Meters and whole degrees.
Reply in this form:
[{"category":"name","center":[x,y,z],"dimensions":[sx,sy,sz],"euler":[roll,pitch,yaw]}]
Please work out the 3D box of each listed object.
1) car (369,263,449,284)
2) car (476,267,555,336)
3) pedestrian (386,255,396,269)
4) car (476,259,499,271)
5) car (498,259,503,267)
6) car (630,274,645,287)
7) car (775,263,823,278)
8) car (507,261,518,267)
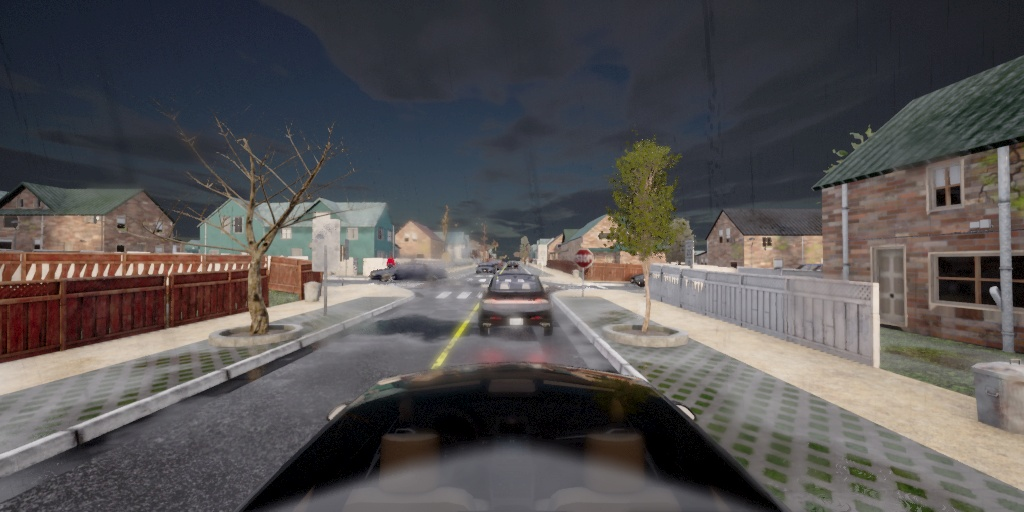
[{"category":"car","center":[-7.312,1.209,25.700],"dimensions":[5.357,1.411,2.033],"euler":[2,-1,-27]},{"category":"car","center":[0.100,1.246,10.374],"dimensions":[2.128,1.511,4.902],"euler":[0,0,0]},{"category":"pedestrian","center":[-9.623,0.797,28.490],"dimensions":[0.375,1.860,0.375],"euler":[0,-2,0]},{"category":"car","center":[-2.833,1.365,39.794],"dimensions":[1.994,1.385,4.181],"euler":[0,0,1]},{"category":"car","center":[-2.823,1.386,52.176],"dimensions":[2.033,1.411,5.357],"euler":[0,0,0]},{"category":"car","center":[11.013,1.577,25.599],"dimensions":[4.892,1.490,1.837],"euler":[1,-1,1]},{"category":"car","center":[21.765,1.536,25.562],"dimensions":[5.566,2.045,2.150],"euler":[1,-1,0]},{"category":"car","center":[0.112,1.487,64.319],"dimensions":[1.895,1.301,4.718],"euler":[0,0,0]}]
